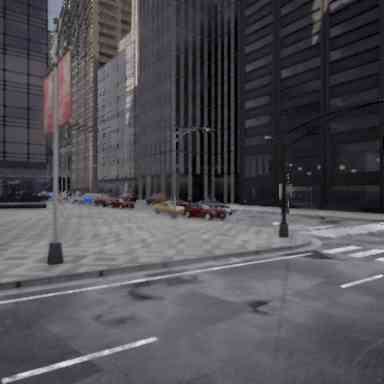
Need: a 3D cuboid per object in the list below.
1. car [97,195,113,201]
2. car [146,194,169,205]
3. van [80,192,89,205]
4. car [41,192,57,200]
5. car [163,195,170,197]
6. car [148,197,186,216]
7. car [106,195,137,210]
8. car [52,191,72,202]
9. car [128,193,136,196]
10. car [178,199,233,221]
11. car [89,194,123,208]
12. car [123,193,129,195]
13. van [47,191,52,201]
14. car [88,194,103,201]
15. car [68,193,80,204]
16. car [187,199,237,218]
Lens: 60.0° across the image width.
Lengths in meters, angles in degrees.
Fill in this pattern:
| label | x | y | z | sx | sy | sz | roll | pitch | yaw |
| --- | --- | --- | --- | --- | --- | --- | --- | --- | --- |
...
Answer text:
| label | x | y | z | sx | sy | sz | roll | pitch | yaw |
| --- | --- | --- | --- | --- | --- | --- | --- | --- | --- |
| car | -18.351 | 1.241 | 69.802 | 1.802 | 1.307 | 4.206 | 1 | 0 | -36 |
| car | -5.172 | 1.196 | 51.565 | 2.192 | 1.841 | 5.009 | 1 | 0 | -36 |
| van | -15.378 | 1.164 | 51.133 | 1.690 | 1.788 | 3.998 | 1 | 0 | -36 |
| car | -31.848 | 0.853 | 73.928 | 2.192 | 1.841 | 5.009 | 1 | 0 | -36 |
| car | -1.881 | 1.498 | 47.007 | 1.947 | 1.339 | 4.313 | 1 | 0 | -36 |
| car | -2.104 | 1.553 | 32.759 | 1.752 | 1.417 | 4.829 | 1 | 0 | -36 |
| car | -8.792 | 1.473 | 42.015 | 1.887 | 1.381 | 4.507 | 1 | 0 | -36 |
| car | -25.261 | 1.095 | 64.811 | 1.967 | 1.590 | 4.097 | 1 | 0 | -36 |
| car | -11.759 | 1.088 | 60.683 | 2.192 | 1.841 | 5.009 | 1 | 0 | -36 |
| car | 1.091 | 1.617 | 28.337 | 1.887 | 1.381 | 4.507 | 1 | 0 | -36 |
| car | -12.083 | 1.191 | 46.574 | 2.192 | 1.841 | 5.009 | 1 | 0 | -36 |
| car | -11.897 | 1.351 | 51.099 | 1.837 | 1.490 | 4.892 | 0 | 0 | -35 |
| van | -28.554 | 0.937 | 69.369 | 1.690 | 1.788 | 3.998 | 1 | 0 | -36 |
| car | -21.644 | 1.145 | 74.360 | 1.887 | 1.381 | 4.507 | 1 | 0 | -36 |
| car | -18.675 | 1.319 | 55.693 | 2.008 | 1.369 | 4.403 | 1 | 0 | -36 |
| car | 1.849 | 1.544 | 31.988 | 2.128 | 1.511 | 4.902 | 0 | 0 | -36 |
